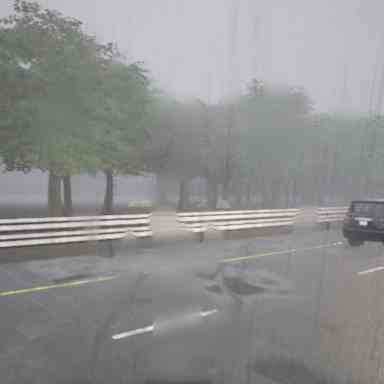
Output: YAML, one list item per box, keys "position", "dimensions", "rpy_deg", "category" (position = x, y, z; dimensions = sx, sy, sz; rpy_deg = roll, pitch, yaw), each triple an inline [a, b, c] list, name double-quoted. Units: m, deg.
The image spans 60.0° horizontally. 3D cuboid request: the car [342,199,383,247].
- position: [8.754, 1.314, 14.301]
  dimensions: [5.566, 2.045, 2.150]
  rpy_deg: [1, 0, -35]
  category: "car"
